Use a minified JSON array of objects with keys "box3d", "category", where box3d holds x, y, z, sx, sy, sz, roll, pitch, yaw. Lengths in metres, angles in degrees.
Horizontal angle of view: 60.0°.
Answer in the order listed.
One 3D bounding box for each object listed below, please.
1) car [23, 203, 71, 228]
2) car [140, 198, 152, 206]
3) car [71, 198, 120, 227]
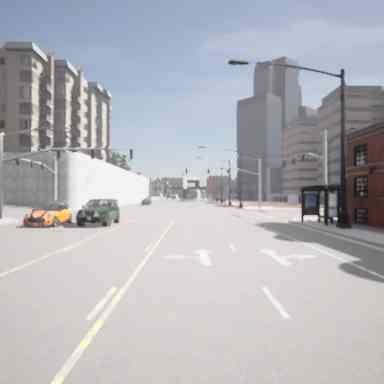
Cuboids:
[{"box3d":[-10.521,1.624,24.613,2.097,1.767,4.553,0,-1,0],"category":"car"},{"box3d":[-10.505,2.196,76.137,2.097,1.767,4.553,0,-1,0],"category":"car"},{"box3d":[-7.010,1.509,25.481,2.150,2.045,5.566,0,-1,0],"category":"car"}]
